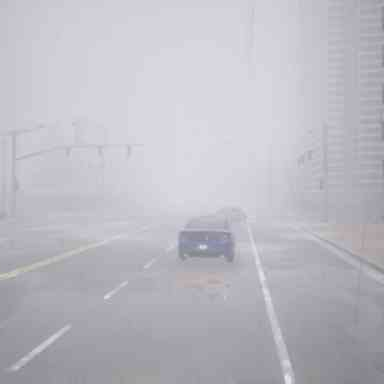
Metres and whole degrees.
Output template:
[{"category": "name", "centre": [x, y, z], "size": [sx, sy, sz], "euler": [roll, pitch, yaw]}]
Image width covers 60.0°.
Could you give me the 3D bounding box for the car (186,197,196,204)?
[{"category": "car", "centre": [-0.219, 2.204, 80.693], "size": [1.837, 1.490, 4.892], "euler": [0, -1, 8]}]

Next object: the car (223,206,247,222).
[{"category": "car", "centre": [3.158, 1.807, 26.981], "size": [1.994, 1.385, 4.181], "euler": [0, 0, 20]}]

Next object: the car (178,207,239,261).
[{"category": "car", "centre": [0.723, 1.594, 12.932], "size": [1.882, 1.535, 5.008], "euler": [0, 0, 9]}]
